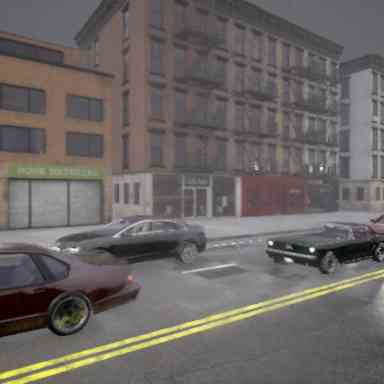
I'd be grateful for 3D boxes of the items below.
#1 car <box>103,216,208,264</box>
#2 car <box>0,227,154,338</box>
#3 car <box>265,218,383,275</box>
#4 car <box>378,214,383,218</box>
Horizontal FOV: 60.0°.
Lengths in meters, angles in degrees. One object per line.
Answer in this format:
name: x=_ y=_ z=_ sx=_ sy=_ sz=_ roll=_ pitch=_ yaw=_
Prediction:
car: x=-1.757 y=1.516 z=10.364 sx=4.902 sy=1.511 sz=2.128 roll=1 pitch=0 yaw=-35
car: x=-3.498 y=1.548 z=5.165 sx=5.357 sy=1.411 sz=2.033 roll=0 pitch=0 yaw=-35
car: x=4.569 y=1.652 z=10.815 sx=4.718 sy=1.301 sz=1.895 roll=0 pitch=0 yaw=-35
car: x=8.802 y=1.554 z=13.866 sx=5.008 sy=1.535 sz=1.882 roll=0 pitch=0 yaw=-35
